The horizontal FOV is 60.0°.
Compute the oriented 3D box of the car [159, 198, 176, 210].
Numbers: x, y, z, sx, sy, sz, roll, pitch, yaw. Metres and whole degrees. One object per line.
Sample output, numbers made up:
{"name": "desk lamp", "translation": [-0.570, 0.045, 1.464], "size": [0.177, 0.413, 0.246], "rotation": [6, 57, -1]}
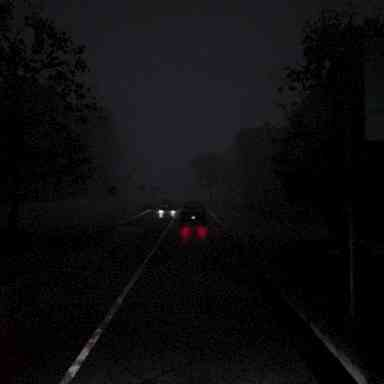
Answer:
{"name": "car", "translation": [-3.116, 1.533, 42.834], "size": [1.837, 1.490, 4.892], "rotation": [0, 0, 0]}

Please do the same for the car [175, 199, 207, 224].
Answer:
{"name": "car", "translation": [0.095, 1.508, 24.853], "size": [2.128, 1.511, 4.902], "rotation": [0, 0, 0]}
